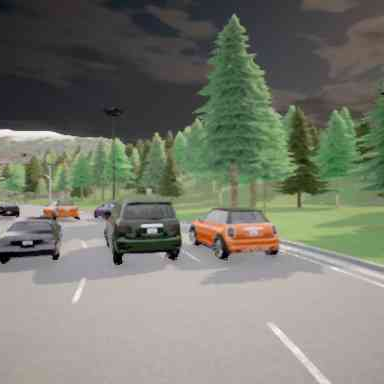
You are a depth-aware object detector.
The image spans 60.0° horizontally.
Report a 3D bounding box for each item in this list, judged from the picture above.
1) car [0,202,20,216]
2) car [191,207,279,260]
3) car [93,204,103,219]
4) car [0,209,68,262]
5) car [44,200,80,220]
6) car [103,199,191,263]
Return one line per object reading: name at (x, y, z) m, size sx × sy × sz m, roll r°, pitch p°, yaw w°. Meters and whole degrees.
car at (-17.712, 1.704, 31.706) m, size 1.882 × 1.535 × 5.008 m, roll 0°, pitch 0°, yaw -36°
car at (1.422, 1.358, 12.890) m, size 2.097 × 1.767 × 4.553 m, roll -1°, pitch 0°, yaw -16°
car at (-7.088, 1.642, 29.019) m, size 1.812 × 1.442 × 4.674 m, roll 0°, pitch 0°, yaw -36°
car at (-5.930, 1.626, 12.594) m, size 2.033 × 1.411 × 5.357 m, roll 0°, pitch 0°, yaw -20°
car at (-11.504, 1.512, 29.142) m, size 2.097 × 1.767 × 4.553 m, roll -1°, pitch 0°, yaw -36°
car at (-1.990, 1.261, 12.430) m, size 2.150 × 2.045 × 5.566 m, roll 0°, pitch 0°, yaw -18°
